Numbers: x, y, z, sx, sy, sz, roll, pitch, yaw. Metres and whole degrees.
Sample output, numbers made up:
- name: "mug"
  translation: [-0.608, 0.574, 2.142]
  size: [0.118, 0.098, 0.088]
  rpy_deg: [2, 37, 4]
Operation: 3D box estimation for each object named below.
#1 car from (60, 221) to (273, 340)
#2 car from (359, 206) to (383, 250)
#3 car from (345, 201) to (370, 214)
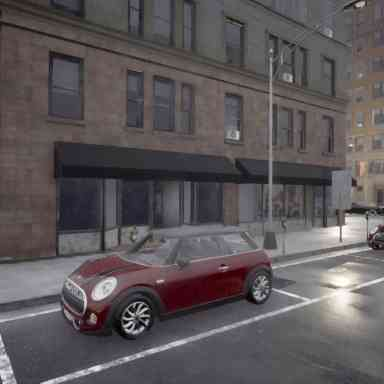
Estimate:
- name: "car"
  translation: [-0.362, 1.441, 6.488]
  size: [4.097, 1.590, 1.967]
  rpy_deg: [0, 0, -35]
- name: "car"
  translation: [8.598, 1.445, 12.845]
  size: [4.097, 1.590, 1.967]
  rpy_deg: [0, 0, -35]
- name: "car"
  translation: [15.557, 1.531, 30.707]
  size: [1.895, 1.301, 4.718]
  rpy_deg: [1, 0, -36]
